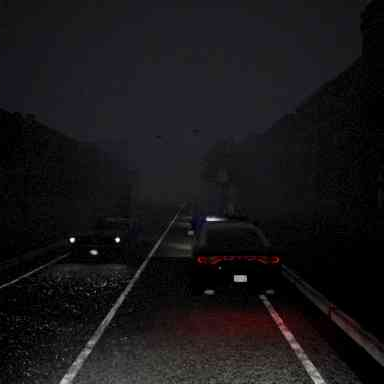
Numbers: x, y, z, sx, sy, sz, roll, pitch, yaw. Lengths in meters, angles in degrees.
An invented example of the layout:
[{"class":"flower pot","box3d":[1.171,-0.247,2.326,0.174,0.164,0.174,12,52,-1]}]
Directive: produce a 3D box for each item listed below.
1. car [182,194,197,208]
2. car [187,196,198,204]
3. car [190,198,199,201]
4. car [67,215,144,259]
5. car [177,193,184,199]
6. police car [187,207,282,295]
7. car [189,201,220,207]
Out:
[{"class":"car","box3d":[0.099,1.447,45.993,2.128,1.511,4.902,0,0,0]},{"class":"car","box3d":[0.110,1.452,59.604,1.895,1.301,4.718,0,1,0]},{"class":"car","box3d":[0.946,1.481,24.735,1.882,1.535,5.008,0,0,0]},{"class":"car","box3d":[-3.077,1.602,12.708,1.895,1.301,4.718,0,0,0]},{"class":"car","box3d":[-2.841,0.928,85.971,2.097,1.767,4.553,0,0,0]},{"class":"police car","box3d":[0.917,1.426,8.844,1.930,1.638,5.238,0,0,0]},{"class":"car","box3d":[0.935,1.480,18.735,1.882,1.535,5.008,0,0,0]}]
